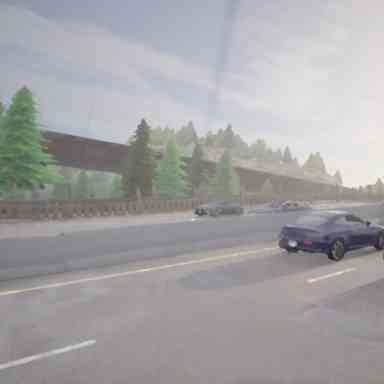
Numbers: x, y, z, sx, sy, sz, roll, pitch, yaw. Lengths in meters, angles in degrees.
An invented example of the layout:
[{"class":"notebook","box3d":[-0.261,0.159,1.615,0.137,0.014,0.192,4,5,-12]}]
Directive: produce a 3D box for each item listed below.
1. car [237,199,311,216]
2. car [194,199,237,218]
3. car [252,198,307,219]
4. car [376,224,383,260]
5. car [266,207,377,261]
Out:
[{"class":"car","box3d":[5.500,1.246,20.803,4.902,1.511,2.128,-1,1,-35]},{"class":"car","box3d":[2.243,1.302,27.078,4.181,1.385,1.994,-1,1,-35]},{"class":"car","box3d":[6.889,1.249,26.089,4.181,1.385,1.994,-1,1,-35]},{"class":"car","box3d":[7.076,1.449,8.789,4.718,1.301,1.895,-1,1,-35]},{"class":"car","box3d":[4.975,1.375,11.589,4.674,1.442,1.812,-1,1,-35]}]
